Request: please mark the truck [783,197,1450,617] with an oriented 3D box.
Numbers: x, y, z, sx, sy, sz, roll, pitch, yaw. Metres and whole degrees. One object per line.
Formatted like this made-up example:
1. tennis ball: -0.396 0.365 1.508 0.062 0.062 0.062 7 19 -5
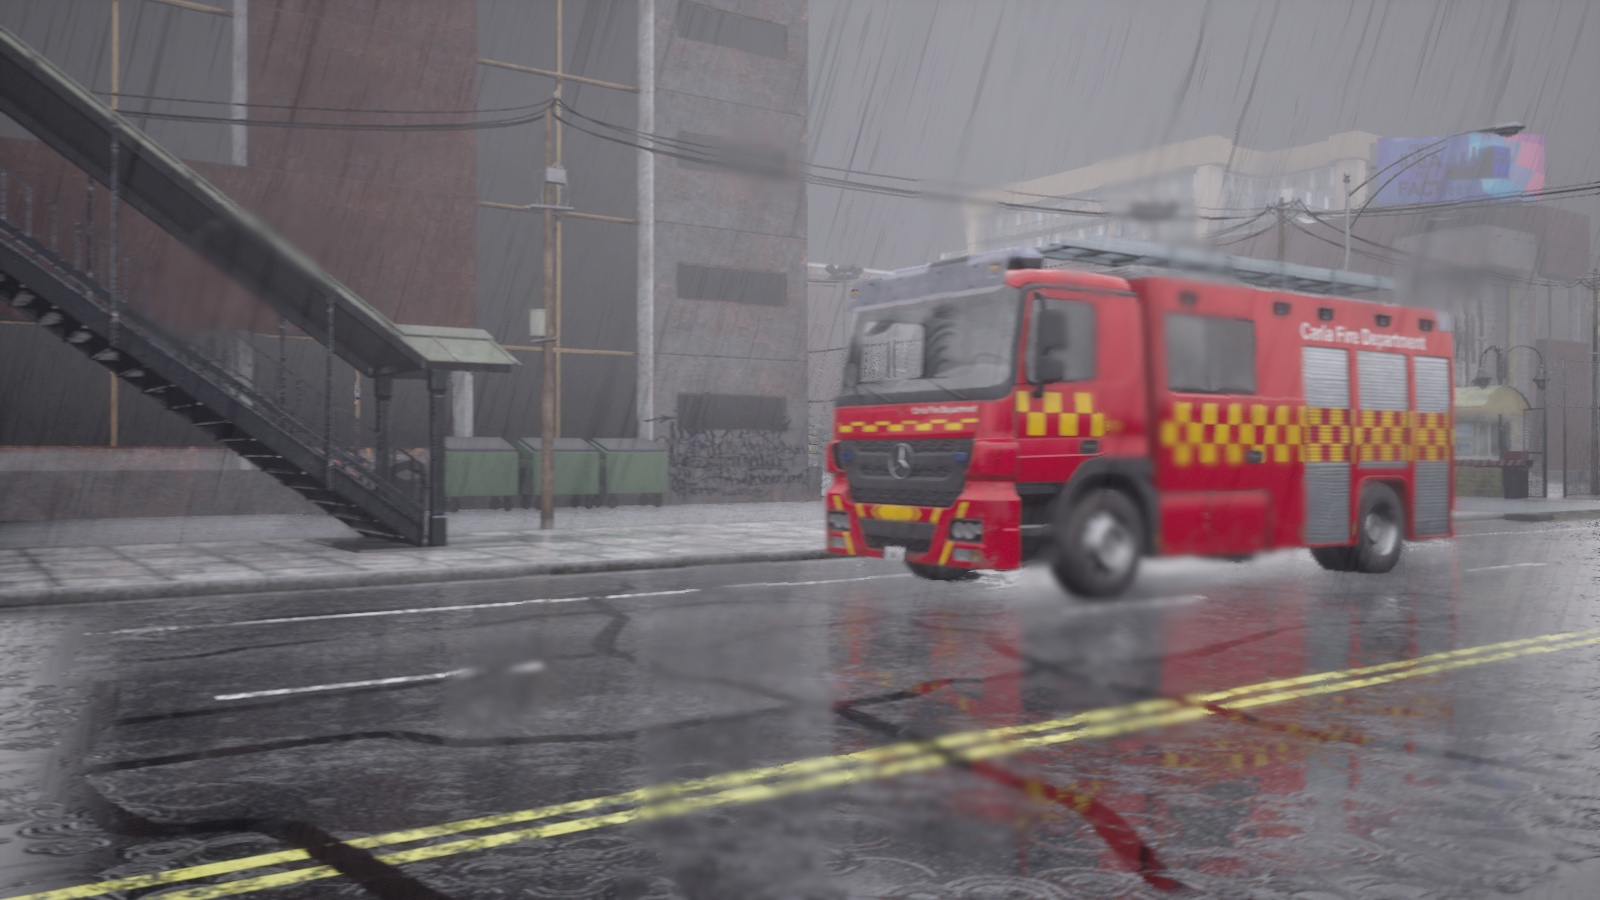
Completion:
1. truck: 4.113 -0.393 15.048 8.468 3.827 2.891 0 0 -35
